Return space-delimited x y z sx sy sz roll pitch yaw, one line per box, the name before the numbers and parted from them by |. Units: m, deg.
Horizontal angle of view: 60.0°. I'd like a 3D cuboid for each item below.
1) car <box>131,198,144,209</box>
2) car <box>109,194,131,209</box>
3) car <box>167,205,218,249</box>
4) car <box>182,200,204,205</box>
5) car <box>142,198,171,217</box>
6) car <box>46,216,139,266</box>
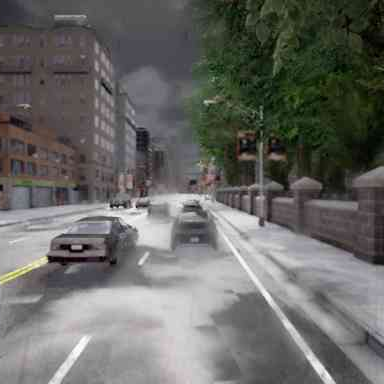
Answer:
car | -6.564 1.600 45.925 2.033 1.411 5.357 0 0 0
car | -9.809 1.277 46.150 2.150 2.045 5.566 0 0 0
car | 0.105 1.519 14.658 1.837 1.490 4.892 0 0 0
car | 0.111 1.540 32.092 1.837 1.490 4.892 0 0 0
car | -3.139 1.527 32.051 2.128 1.511 4.902 0 0 0
car | -3.146 1.559 11.595 2.033 1.411 5.357 0 0 0
